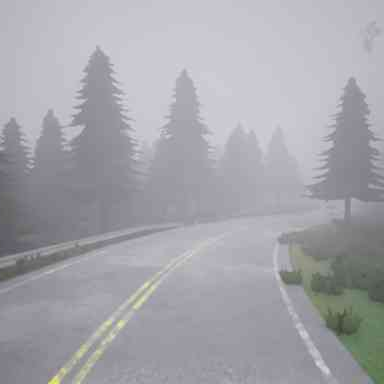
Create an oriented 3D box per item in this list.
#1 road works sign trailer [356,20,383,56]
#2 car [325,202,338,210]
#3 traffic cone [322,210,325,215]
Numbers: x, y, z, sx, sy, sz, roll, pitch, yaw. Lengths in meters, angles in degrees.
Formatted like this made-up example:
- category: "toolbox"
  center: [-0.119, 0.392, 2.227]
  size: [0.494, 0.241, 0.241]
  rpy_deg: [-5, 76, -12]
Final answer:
- category: "road works sign trailer"
  center: [23.144, -20.054, 44.041]
  size: [2.880, 2.380, 3.560]
  rpy_deg: [-14, -35, 11]
- category: "car"
  center: [26.635, 2.606, 63.262]
  size: [2.033, 1.411, 5.357]
  rpy_deg: [2, 0, 29]
- category: "traffic cone"
  center: [17.469, 2.704, 44.171]
  size: [0.340, 0.580, 0.340]
  rpy_deg: [3, 0, 33]
